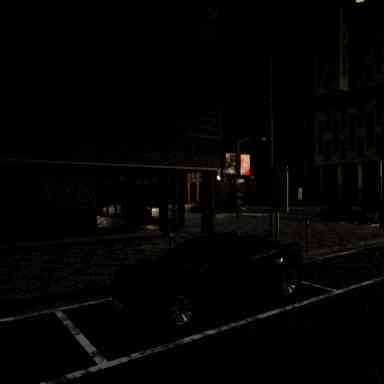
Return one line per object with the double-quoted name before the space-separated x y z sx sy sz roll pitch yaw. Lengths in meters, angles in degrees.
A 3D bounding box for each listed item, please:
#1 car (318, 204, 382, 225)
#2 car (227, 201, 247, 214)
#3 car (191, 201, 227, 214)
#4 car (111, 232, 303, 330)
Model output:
"car" 12.208 1.713 26.100 1.812 1.442 4.674 0 -1 -36
"car" 4.833 1.892 41.901 2.128 1.511 4.902 0 -1 -36
"car" 1.687 1.955 40.710 1.812 1.442 4.674 0 -1 -36
"car" 0.521 1.565 6.929 4.313 1.339 1.947 0 0 -36
